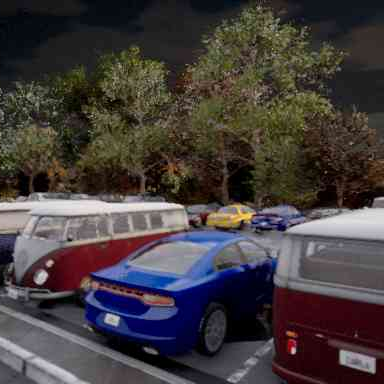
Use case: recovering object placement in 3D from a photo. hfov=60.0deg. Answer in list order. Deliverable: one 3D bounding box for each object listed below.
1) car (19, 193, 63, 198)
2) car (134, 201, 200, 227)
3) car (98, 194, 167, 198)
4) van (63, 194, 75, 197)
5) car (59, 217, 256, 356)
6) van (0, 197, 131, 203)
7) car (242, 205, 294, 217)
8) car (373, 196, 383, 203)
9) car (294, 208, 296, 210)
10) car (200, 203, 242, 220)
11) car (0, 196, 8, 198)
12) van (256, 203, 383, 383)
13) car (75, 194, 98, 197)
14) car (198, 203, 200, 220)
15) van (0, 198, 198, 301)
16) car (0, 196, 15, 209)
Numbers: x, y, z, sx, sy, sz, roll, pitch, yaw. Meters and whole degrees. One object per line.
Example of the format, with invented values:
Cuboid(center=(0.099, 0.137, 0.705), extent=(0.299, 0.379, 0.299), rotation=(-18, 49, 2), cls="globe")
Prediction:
Cuboid(center=(-12.989, 1.117, 31.912), extent=(2.435, 2.045, 5.566), rotation=(1, 0, 35), cls="car")
Cuboid(center=(-1.679, 1.496, 23.872), extent=(2.163, 1.488, 4.792), rotation=(0, 0, 35), cls="car")
Cuboid(center=(-3.973, 1.200, 25.432), extent=(2.435, 2.045, 5.566), rotation=(0, 0, 35), cls="car")
Cuboid(center=(-8.414, 1.187, 28.768), extent=(1.878, 1.987, 4.442), rotation=(1, 0, 35), cls="van")
Cuboid(center=(0.396, 1.495, 6.307), extent=(2.097, 1.535, 5.008), rotation=(0, 0, 35), cls="car")
Cuboid(center=(-4.105, 1.263, 9.656), extent=(1.878, 1.987, 4.442), rotation=(0, 0, 35), cls="van")
Cuboid(center=(5.092, 1.491, 19.016), extent=(2.097, 1.535, 5.008), rotation=(0, 0, 35), cls="car")
Cuboid(center=(9.604, 1.243, 15.780), extent=(2.435, 2.045, 5.566), rotation=(0, 0, 35), cls="car")
Cuboid(center=(7.356, 1.495, 17.406), extent=(2.231, 1.521, 4.892), rotation=(0, 0, 35), cls="car")
Cuboid(center=(2.939, 1.483, 20.780), extent=(1.946, 1.575, 5.366), rotation=(0, 0, 35), cls="car")
Cuboid(center=(-17.514, 1.199, 35.132), extent=(2.185, 1.767, 4.553), rotation=(1, 0, 35), cls="car")
Cuboid(center=(2.751, 1.270, 4.782), extent=(1.878, 1.987, 4.442), rotation=(0, 0, 35), cls="van")
Cuboid(center=(-6.203, 1.183, 27.087), extent=(2.435, 2.045, 5.566), rotation=(1, 0, 35), cls="car")
Cuboid(center=(0.555, 1.511, 22.212), extent=(2.163, 1.488, 4.792), rotation=(0, 0, 35), cls="car")
Cuboid(center=(-1.957, 1.268, 7.843), extent=(1.878, 1.987, 4.442), rotation=(0, 0, 35), cls="van")
Cuboid(center=(-24.316, 1.259, 39.937), extent=(2.231, 1.521, 4.892), rotation=(1, 0, 35), cls="car")
